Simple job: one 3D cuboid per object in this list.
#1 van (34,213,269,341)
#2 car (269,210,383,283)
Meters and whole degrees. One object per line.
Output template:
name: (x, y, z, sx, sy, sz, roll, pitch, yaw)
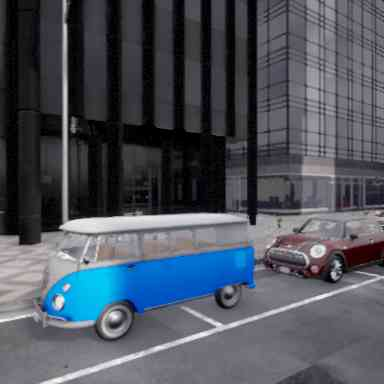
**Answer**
van: (-0.627, 1.331, 6.201, 3.998, 1.788, 1.690, 0, 0, -36)
car: (3.938, 1.409, 9.460, 4.097, 1.590, 1.967, 0, 0, -36)
